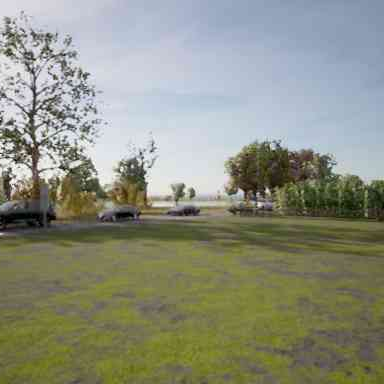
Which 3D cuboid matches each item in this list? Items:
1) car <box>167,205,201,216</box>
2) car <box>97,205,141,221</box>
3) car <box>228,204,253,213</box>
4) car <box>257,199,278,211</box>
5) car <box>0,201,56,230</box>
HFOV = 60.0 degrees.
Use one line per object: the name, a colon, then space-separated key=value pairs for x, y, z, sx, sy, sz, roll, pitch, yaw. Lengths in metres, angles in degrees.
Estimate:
car: x=-0.953 y=2.322 z=42.541 sx=2.033 sy=1.411 sz=5.357 roll=-2 pitch=-2 yaw=35
car: x=-7.275 y=2.100 z=33.532 sx=2.128 sy=1.511 sz=4.902 roll=-2 pitch=-2 yaw=35
car: x=7.201 y=2.405 z=49.153 sx=2.033 sy=1.411 sz=5.357 roll=-2 pitch=-2 yaw=35
car: x=13.140 y=2.240 z=57.736 sx=2.150 sy=2.045 sz=5.566 roll=-2 pitch=-2 yaw=35
car: x=-13.120 y=1.679 z=25.171 sx=2.150 sy=2.045 sz=5.566 roll=-2 pitch=-2 yaw=34
